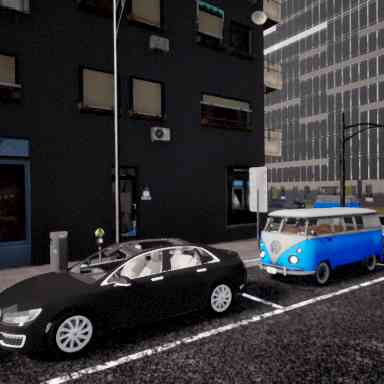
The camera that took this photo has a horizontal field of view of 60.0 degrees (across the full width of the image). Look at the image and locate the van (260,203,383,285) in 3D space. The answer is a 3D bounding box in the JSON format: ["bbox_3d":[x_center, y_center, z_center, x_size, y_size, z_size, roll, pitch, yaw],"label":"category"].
[{"bbox_3d":[3.599,1.339,9.137,3.998,1.788,1.690,0,-1,-35],"label":"van"}]

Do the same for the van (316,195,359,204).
[{"bbox_3d":[12.832,1.200,29.774,1.690,1.788,3.998,-1,1,-35],"label":"van"}]

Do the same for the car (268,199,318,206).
[{"bbox_3d":[7.253,1.481,27.636,2.033,1.411,5.357,-1,1,-35],"label":"car"}]

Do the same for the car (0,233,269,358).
[{"bbox_3d":[-0.961,1.550,5.884,4.403,1.369,2.008,0,-1,-35],"label":"car"}]

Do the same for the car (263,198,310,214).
[{"bbox_3d":[9.655,1.399,34.292,1.947,1.339,4.313,-1,1,-35],"label":"car"}]
